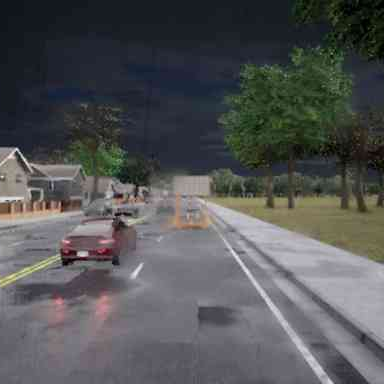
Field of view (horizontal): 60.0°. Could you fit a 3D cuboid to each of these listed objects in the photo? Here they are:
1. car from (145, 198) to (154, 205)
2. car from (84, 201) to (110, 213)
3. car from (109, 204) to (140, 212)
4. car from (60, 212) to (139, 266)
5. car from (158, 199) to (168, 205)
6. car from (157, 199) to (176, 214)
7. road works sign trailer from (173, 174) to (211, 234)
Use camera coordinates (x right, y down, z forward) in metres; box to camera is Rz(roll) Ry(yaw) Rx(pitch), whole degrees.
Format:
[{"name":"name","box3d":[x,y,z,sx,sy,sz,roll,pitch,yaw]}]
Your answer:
[{"name":"car","box3d":[-9.774,2.174,76.674,1.837,1.490,4.892,0,-1,0]},{"name":"car","box3d":[-9.852,1.721,35.427,2.097,1.767,4.553,0,-1,0]},{"name":"car","box3d":[-6.608,1.904,34.331,2.033,1.411,5.357,0,-1,0]},{"name":"car","box3d":[-3.154,1.645,11.914,1.812,1.442,4.674,0,-1,0]},{"name":"car","box3d":[-6.523,2.291,75.843,1.994,1.385,4.181,0,-1,0]},{"name":"car","box3d":[-3.162,1.790,41.783,2.097,1.767,4.553,0,-1,0]},{"name":"road works sign trailer","box3d":[-0.006,0.677,20.915,2.380,3.560,2.880,0,-1,0]}]
